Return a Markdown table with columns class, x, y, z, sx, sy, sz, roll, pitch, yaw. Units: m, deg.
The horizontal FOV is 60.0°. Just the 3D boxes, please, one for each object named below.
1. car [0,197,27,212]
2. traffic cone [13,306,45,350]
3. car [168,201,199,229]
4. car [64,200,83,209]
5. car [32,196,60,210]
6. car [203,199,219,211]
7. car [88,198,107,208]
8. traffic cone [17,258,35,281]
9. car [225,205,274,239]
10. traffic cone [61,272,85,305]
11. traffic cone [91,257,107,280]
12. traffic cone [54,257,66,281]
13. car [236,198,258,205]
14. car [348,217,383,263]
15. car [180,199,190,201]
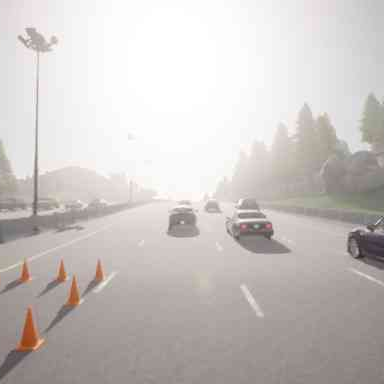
| class | x | y | z | sx | sy | sz | roll | pitch | yaw |
| --- | --- | --- | --- | --- | --- | --- | --- | --- | --- |
| car | -25.631 | 1.707 | 47.379 | 2.150 | 2.045 | 5.566 | -1 | 0 | 0 |
| traffic cone | -2.471 | 2.034 | 5.065 | 0.340 | 0.580 | 0.340 | -1 | -1 | -1 |
| car | -0.619 | 1.668 | 23.201 | 1.837 | 1.490 | 4.892 | -1 | 0 | -1 |
| car | -18.688 | 1.961 | 52.760 | 1.812 | 1.442 | 4.674 | -1 | 0 | 0 |
| car | -22.161 | 1.682 | 50.744 | 2.150 | 2.045 | 5.566 | -1 | 0 | 0 |
| car | 2.579 | 1.708 | 44.361 | 1.837 | 1.490 | 4.892 | -1 | 0 | -1 |
| car | -15.203 | 1.757 | 53.626 | 2.097 | 1.767 | 4.553 | -1 | 0 | 0 |
| traffic cone | -4.518 | 2.088 | 9.035 | 0.340 | 0.580 | 0.340 | -1 | 0 | 0 |
| car | 2.957 | 1.657 | 17.929 | 2.033 | 1.411 | 5.357 | -1 | 0 | -1 |
| traffic cone | -2.500 | 2.053 | 7.065 | 0.340 | 0.580 | 0.340 | -1 | -1 | -1 |
| traffic cone | -2.528 | 2.069 | 9.065 | 0.340 | 0.580 | 0.340 | -1 | 0 | -1 |
| traffic cone | -3.526 | 2.078 | 9.050 | 0.340 | 0.580 | 0.340 | -1 | 0 | -1 |
| car | 6.173 | 1.496 | 37.678 | 2.097 | 1.767 | 4.553 | -1 | 0 | -1 |
| car | 6.569 | 1.383 | 9.942 | 2.097 | 1.767 | 4.553 | -1 | 0 | -1 |
| car | -0.970 | 1.725 | 47.730 | 1.882 | 1.535 | 5.008 | -1 | 0 | -1 |
